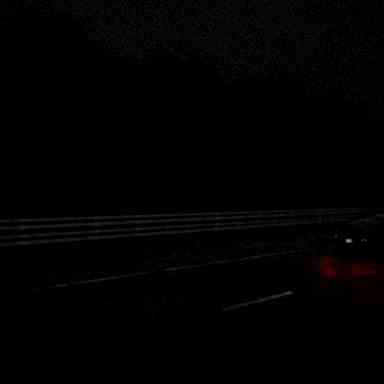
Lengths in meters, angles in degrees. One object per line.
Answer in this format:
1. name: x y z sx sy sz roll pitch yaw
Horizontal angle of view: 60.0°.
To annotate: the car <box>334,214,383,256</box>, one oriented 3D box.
1. car: 7.690 1.650 13.627 4.674 1.442 1.812 1 0 -35
